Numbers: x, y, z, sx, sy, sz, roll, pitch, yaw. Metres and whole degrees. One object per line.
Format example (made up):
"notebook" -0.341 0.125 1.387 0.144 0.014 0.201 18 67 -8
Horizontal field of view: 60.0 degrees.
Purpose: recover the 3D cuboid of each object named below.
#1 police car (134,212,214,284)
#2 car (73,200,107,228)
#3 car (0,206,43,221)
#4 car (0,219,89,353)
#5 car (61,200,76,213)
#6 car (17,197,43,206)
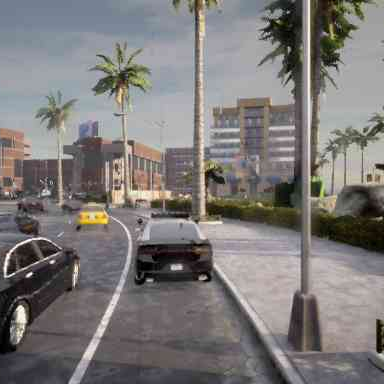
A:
"police car" -0.655 1.424 9.771 1.930 1.638 5.238 0 0 -7
"car" -6.550 1.450 21.892 1.801 1.575 5.366 0 0 -16
"car" -8.270 1.557 14.904 1.994 1.385 4.181 0 0 -11
"car" -3.453 1.504 6.033 1.837 1.490 4.892 0 0 -4
"car" -13.114 1.537 36.833 2.033 1.411 5.357 0 0 -33
"car" -18.841 1.336 38.573 2.097 1.767 4.553 0 0 -38
